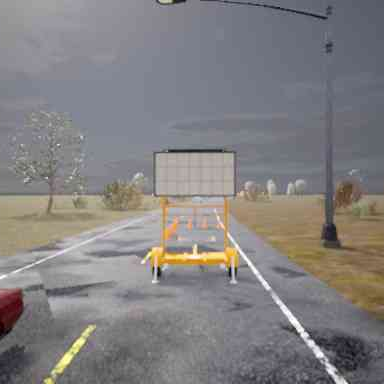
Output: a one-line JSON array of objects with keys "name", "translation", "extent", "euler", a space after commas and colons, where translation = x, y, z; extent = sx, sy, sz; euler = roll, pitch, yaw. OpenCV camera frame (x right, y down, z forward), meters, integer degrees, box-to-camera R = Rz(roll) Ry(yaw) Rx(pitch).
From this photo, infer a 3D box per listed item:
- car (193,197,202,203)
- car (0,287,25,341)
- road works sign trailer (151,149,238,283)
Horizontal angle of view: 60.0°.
[{"name": "car", "translation": [1.540, 1.873, 89.115], "extent": [2.150, 2.045, 5.566], "euler": [0, -1, 6]}, {"name": "car", "translation": [-3.453, 1.626, 2.752], "extent": [1.895, 1.301, 4.718], "euler": [0, 0, 0]}, {"name": "road works sign trailer", "translation": [0.088, 0.539, 9.882], "extent": [2.380, 3.560, 2.880], "euler": [0, 0, 1]}]
